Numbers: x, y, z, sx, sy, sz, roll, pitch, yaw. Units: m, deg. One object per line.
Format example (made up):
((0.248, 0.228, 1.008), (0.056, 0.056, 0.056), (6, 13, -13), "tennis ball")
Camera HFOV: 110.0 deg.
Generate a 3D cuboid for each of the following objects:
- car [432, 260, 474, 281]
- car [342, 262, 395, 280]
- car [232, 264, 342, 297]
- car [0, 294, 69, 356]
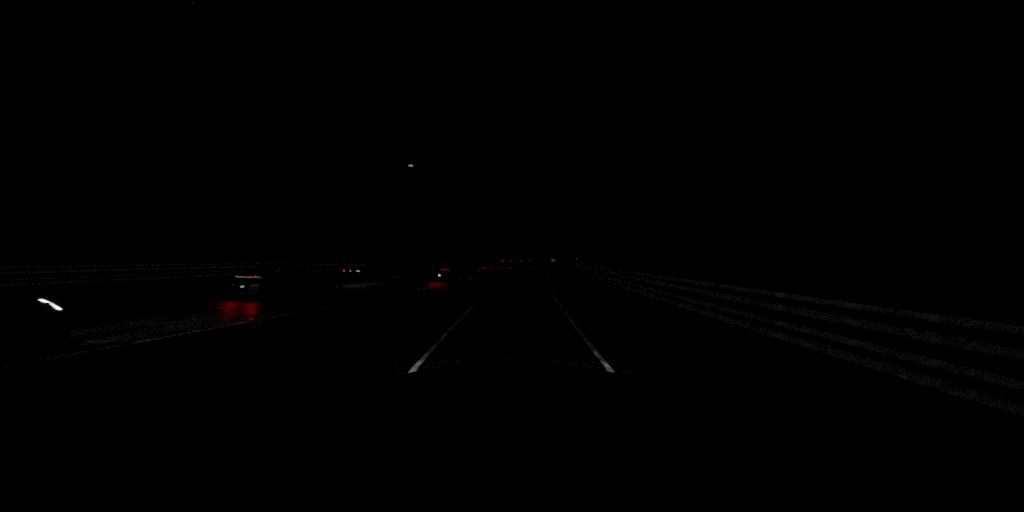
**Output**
((-5.070, 1.231, 30.013), (1.837, 1.490, 4.892), (0, 0, 13), "car")
((-12.123, 1.227, 30.544), (2.033, 1.411, 5.357), (0, 0, 13), "car")
((-11.299, 1.144, 18.081), (2.128, 1.511, 4.902), (0, 0, 12), "car")
((-10.486, 0.969, 5.568), (2.097, 1.767, 4.553), (0, 0, 12), "car")
